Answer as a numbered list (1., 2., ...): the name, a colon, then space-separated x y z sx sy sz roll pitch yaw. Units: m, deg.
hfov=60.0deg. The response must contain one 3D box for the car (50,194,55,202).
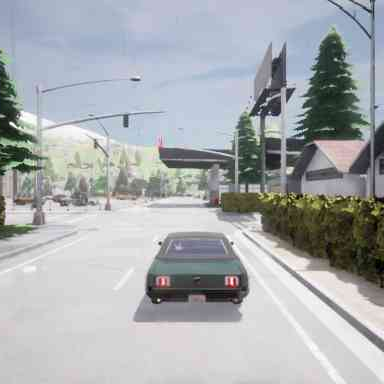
1. car: -23.992 1.295 62.979 4.514 1.523 2.007 0 0 0

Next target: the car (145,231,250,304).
1. car: 0.099 1.600 8.088 1.895 1.301 4.718 0 0 0

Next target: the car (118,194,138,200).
1. car: -16.394 1.326 84.859 5.027 1.636 2.152 0 0 0

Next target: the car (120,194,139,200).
1. car: -16.463 1.335 87.995 4.514 1.523 2.007 0 0 0

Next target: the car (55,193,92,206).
1. car: -16.751 1.075 47.274 3.866 1.878 1.905 0 0 0

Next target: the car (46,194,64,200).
1. car: -35.060 1.380 84.905 3.806 1.475 1.970 0 0 0

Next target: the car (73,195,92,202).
1. car: -24.004 1.316 72.971 3.633 1.501 1.845 0 0 0

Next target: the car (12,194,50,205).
1. car: -24.637 1.095 50.518 4.605 1.855 1.932 0 0 0

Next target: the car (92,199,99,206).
1. car: -16.158 1.359 50.602 3.806 1.475 1.970 0 0 0
